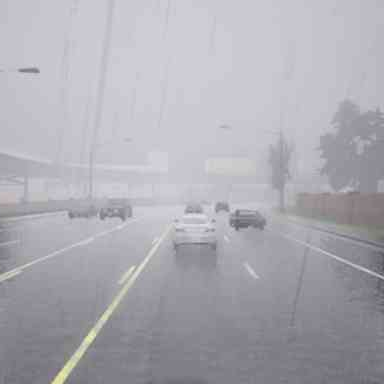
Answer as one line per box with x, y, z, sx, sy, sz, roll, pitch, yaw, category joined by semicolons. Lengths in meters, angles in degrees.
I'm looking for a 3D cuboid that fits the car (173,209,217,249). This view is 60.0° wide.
0.135;1.717;15.428;1.812;1.442;4.674;0;0;0;car

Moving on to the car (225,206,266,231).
3.659;1.870;22.807;1.895;1.301;4.718;0;-1;0;car

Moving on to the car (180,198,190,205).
-0.795;2.164;73.085;2.097;1.767;4.553;-1;-1;32;car

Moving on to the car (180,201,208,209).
0.186;1.914;32.395;2.033;1.411;5.357;0;-1;0;car

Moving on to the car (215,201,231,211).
4.194;1.989;45.334;1.837;1.490;4.892;-1;0;7;car

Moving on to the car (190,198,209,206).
1.986;2.303;70.924;1.994;1.385;4.181;-1;-1;32;car

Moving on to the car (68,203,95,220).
-10.469;1.866;32.507;1.837;1.490;4.892;0;-1;1;car

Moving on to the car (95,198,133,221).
-7.000;1.571;31.245;2.150;2.045;5.566;0;-1;0;car
